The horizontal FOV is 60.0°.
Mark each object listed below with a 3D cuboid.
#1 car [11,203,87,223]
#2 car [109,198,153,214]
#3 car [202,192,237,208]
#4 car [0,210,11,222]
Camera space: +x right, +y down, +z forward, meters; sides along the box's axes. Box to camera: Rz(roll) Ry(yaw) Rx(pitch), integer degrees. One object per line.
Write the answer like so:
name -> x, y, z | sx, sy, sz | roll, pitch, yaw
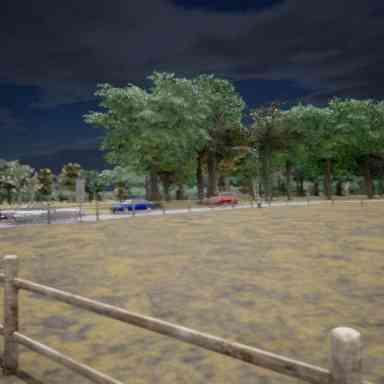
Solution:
car -> -10.145, 1.529, 24.269 | 1.895, 1.301, 4.718 | -2, -1, 37
car -> -6.182, 1.422, 34.141 | 1.882, 1.535, 5.008 | -2, -1, 39
car -> 3.825, 1.051, 45.169 | 5.566, 2.045, 2.150 | -2, 0, -43
car -> -12.498, 1.564, 25.643 | 1.994, 1.385, 4.181 | -2, -1, 36
